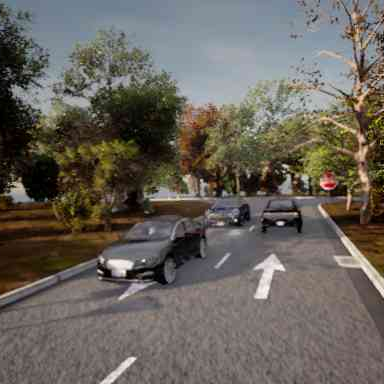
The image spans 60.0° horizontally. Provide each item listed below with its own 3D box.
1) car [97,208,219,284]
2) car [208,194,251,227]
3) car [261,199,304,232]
[{"bbox_3d":[-0.938,1.539,10.065,2.128,1.511,4.902,-2,1,19],"label":"car"},{"bbox_3d":[2.161,1.009,19.751,2.097,1.767,4.553,-2,2,18],"label":"car"},{"bbox_3d":[4.662,1.107,17.181,2.128,1.511,4.902,-2,2,17],"label":"car"}]
